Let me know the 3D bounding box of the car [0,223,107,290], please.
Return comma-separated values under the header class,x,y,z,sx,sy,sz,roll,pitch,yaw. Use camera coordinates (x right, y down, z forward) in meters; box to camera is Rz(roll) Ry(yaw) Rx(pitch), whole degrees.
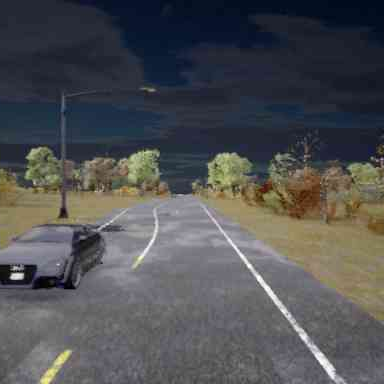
class,x,y,z,sx,sy,sz,roll,pitch,yaw
car,-3.668,1.565,8.928,1.994,1.385,4.181,0,0,-1
